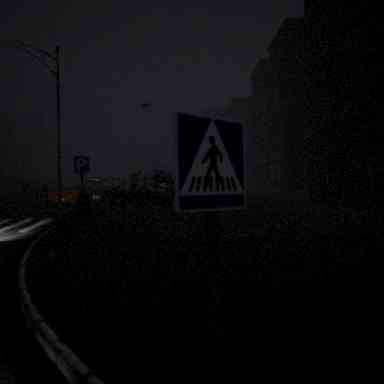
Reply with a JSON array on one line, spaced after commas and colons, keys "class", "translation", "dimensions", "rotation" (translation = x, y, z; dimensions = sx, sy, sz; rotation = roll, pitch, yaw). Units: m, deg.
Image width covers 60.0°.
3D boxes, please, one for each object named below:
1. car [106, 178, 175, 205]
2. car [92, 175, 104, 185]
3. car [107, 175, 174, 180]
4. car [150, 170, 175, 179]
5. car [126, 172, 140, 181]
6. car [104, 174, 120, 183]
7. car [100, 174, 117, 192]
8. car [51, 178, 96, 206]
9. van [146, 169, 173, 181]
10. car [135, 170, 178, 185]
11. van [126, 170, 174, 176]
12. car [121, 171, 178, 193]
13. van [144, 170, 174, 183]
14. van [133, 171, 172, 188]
[{"class": "car", "translation": [-4.101, -0.108, 26.512], "dimensions": [4.674, 1.452, 2.002], "rotation": [-2, 5, -22]}, {"class": "car", "translation": [-13.427, -1.723, 48.252], "dimensions": [2.128, 1.511, 4.902], "rotation": [-1, 5, -3]}, {"class": "car", "translation": [-4.422, -0.388, 29.469], "dimensions": [5.366, 1.575, 1.946], "rotation": [-2, 5, -22]}, {"class": "car", "translation": [-6.152, -3.690, 68.969], "dimensions": [4.553, 1.767, 2.185], "rotation": [-2, 5, -23]}, {"class": "car", "translation": [-10.721, -2.851, 61.241], "dimensions": [1.882, 1.535, 5.008], "rotation": [-1, 4, -3]}, {"class": "car", "translation": [-13.915, -2.423, 58.309], "dimensions": [1.895, 1.301, 4.718], "rotation": [-1, 5, -3]}, {"class": "car", "translation": [-9.749, -1.152, 41.658], "dimensions": [1.895, 1.301, 4.718], "rotation": [-1, 5, -3]}, {"class": "car", "translation": [-8.832, 0.093, 24.642], "dimensions": [1.882, 1.535, 5.008], "rotation": [-1, 5, -4]}, {"class": "van", "translation": [-5.839, -3.053, 59.798], "dimensions": [4.442, 1.987, 1.878], "rotation": [-2, 5, -22]}, {"class": "car", "translation": [-5.117, -2.108, 47.730], "dimensions": [5.566, 2.045, 2.435], "rotation": [-2, 5, -22]}, {"class": "van", "translation": [-4.294, -0.866, 32.604], "dimensions": [4.442, 1.987, 1.878], "rotation": [-2, 5, -23]}, {"class": "car", "translation": [-4.573, -1.129, 35.570], "dimensions": [5.566, 2.045, 2.435], "rotation": [-2, 5, -23]}, {"class": "van", "translation": [-5.331, -2.574, 53.831], "dimensions": [4.442, 1.987, 1.878], "rotation": [-2, 5, -22]}, {"class": "van", "translation": [-4.951, -1.589, 41.604], "dimensions": [4.442, 1.987, 1.878], "rotation": [-2, 5, -22]}]
